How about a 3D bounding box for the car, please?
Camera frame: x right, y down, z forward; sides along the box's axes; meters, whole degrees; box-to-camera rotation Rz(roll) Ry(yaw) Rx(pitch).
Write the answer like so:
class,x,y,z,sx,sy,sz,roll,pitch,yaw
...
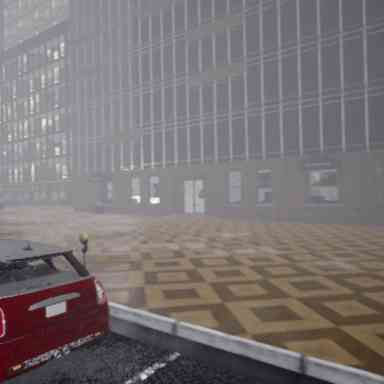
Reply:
class,x,y,z,sx,sy,sz,roll,pitch,yaw
car,-3.232,1.461,5.154,4.097,1.590,1.967,0,-1,35
